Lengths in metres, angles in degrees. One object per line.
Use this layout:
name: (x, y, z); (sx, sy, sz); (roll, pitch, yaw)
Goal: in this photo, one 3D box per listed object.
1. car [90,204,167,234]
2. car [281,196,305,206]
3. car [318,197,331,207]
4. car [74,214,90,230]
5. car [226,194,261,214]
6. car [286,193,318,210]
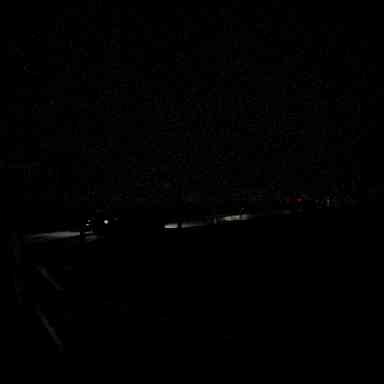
car: (-3.315, 1.532, 19.014); (1.994, 1.385, 4.181); (-3, -2, 36)
car: (14.942, 1.310, 49.201); (1.895, 1.301, 4.718); (-3, -2, 36)
car: (20.118, 1.541, 51.678); (2.033, 1.411, 5.357); (-3, -2, 36)
car: (-5.154, 1.588, 21.343); (1.837, 1.490, 4.892); (-3, -2, 36)
car: (5.841, 1.311, 36.675); (2.150, 2.045, 5.566); (-3, -2, 36)
car: (14.056, 1.204, 43.171); (2.150, 2.045, 5.566); (-3, -2, 36)
